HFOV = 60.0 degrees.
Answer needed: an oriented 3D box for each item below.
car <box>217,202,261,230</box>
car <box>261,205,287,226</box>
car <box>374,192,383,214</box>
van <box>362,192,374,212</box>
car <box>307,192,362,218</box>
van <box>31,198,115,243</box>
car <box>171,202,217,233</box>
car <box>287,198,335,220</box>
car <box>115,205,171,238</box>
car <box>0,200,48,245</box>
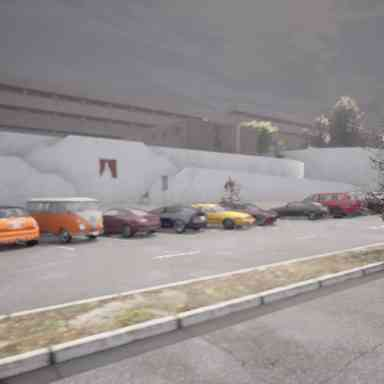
[{"bbox_3d":[1.291,1.447,21.008,5.366,1.575,1.946,-1,-1,34],"label":"car"},{"bbox_3d":[3.591,1.460,22.825,4.792,1.488,2.163,-1,-1,35],"label":"car"},{"bbox_3d":[15.736,1.009,31.491,5.566,2.045,2.435,-1,-1,35],"label":"car"},{"bbox_3d":[13.381,1.073,29.709,4.442,1.987,1.878,-1,-1,35],"label":"van"},{"bbox_3d":[10.825,1.088,28.052,5.566,2.045,2.435,-1,0,34],"label":"car"},{"bbox_3d":[-6.055,1.265,15.853,4.442,1.987,1.878,-1,-1,35],"label":"van"},{"bbox_3d":[-1.323,1.502,19.388,4.792,1.488,2.163,-1,0,35],"label":"car"},{"bbox_3d":[8.428,1.412,26.302,4.674,1.452,2.002,-1,0,35],"label":"car"},{"bbox_3d":[-3.725,1.522,17.637,4.674,1.452,2.002,-1,0,35],"label":"car"},{"bbox_3d":[-8.565,1.368,14.158,4.553,1.767,2.185,-1,-1,34],"label":"car"}]
